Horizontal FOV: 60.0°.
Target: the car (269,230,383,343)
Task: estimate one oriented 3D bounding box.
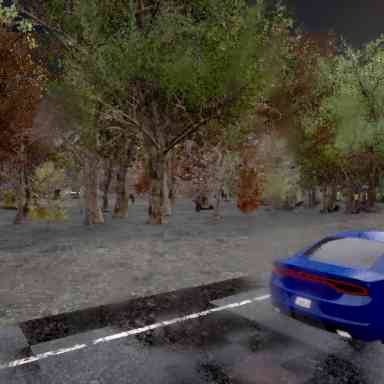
[{"bbox_3d":[3.654,1.480,6.344,5.008,1.535,1.882,0,0,-35],"label":"car"}]
